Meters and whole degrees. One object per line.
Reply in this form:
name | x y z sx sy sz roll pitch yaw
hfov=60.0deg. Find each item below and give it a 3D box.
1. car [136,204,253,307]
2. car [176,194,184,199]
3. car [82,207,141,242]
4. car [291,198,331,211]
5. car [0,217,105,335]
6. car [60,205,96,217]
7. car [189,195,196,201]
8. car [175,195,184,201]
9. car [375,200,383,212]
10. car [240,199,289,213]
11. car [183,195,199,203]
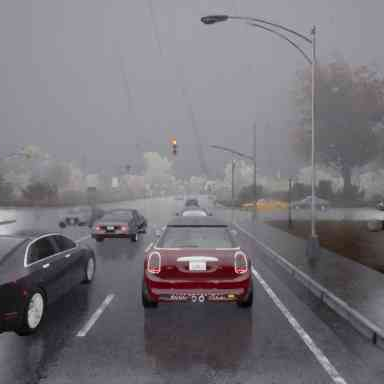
car | 0.107 1.352 8.112 2.097 1.767 4.553 0 0 0
car | -3.365 1.402 95.380 1.994 1.385 4.181 0 0 1
car | -3.387 1.547 16.358 2.033 1.411 5.357 0 0 0
car | 14.022 1.503 39.974 4.892 1.490 1.837 0 0 3
car | -3.393 1.505 6.699 1.837 1.490 4.892 0 0 0
car | -6.985 1.564 21.609 1.994 1.385 4.181 0 0 3
car | 0.090 1.521 87.052 1.812 1.442 4.674 0 0 0
car | -3.415 1.545 85.354 1.994 1.385 4.181 0 0 0
car | 22.964 1.212 35.969 5.566 2.045 2.150 0 0 3
car | 7.840 1.478 36.551 5.008 1.535 1.882 0 0 0
car | 0.037 1.504 51.267 1.837 1.490 4.892 -1 0 0
